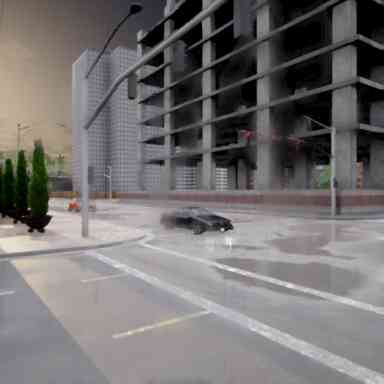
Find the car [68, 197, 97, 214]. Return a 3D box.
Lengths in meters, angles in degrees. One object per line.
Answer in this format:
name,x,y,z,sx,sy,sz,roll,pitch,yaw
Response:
car,-12.062,1.396,36.638,2.097,1.767,4.553,0,0,-35

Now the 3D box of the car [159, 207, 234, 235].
car,0.057,1.582,19.271,2.033,1.411,5.357,0,0,-35
